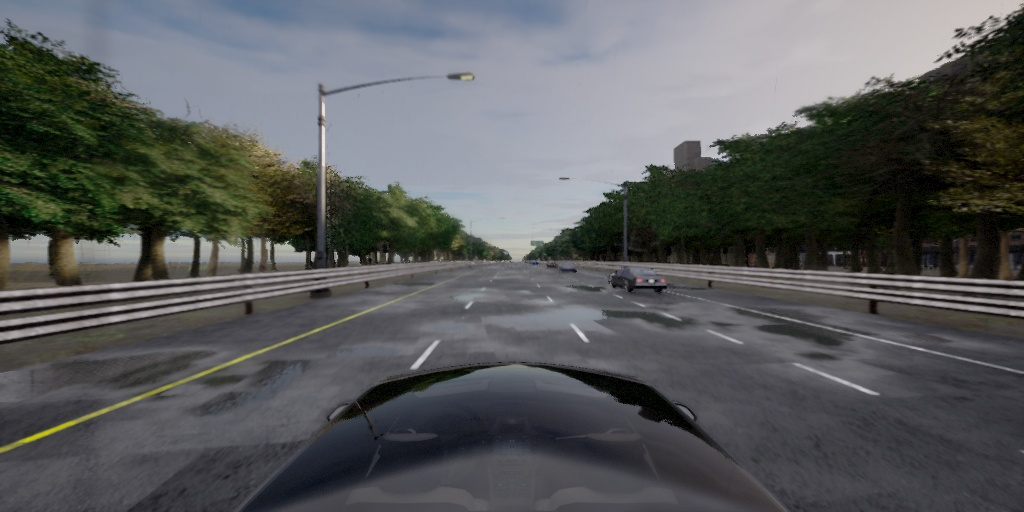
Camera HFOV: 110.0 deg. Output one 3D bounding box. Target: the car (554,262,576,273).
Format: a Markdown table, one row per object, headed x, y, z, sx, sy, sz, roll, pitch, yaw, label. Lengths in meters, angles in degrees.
| x | y | z | sx | sy | sz | roll | pitch | yaw | label |
| --- | --- | --- | --- | --- | --- | --- | --- | --- | --- |
| 7.122 | 1.453 | 46.882 | 1.994 | 1.385 | 4.181 | 0 | 0 | 0 | car |

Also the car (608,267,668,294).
| x | y | z | sx | sy | sz | roll | pitch | yaw | label |
| --- | --- | --- | --- | --- | --- | --- | --- | --- | --- |
| 7.024 | 1.308 | 20.561 | 2.033 | 1.411 | 5.357 | 0 | 0 | 0 | car |
